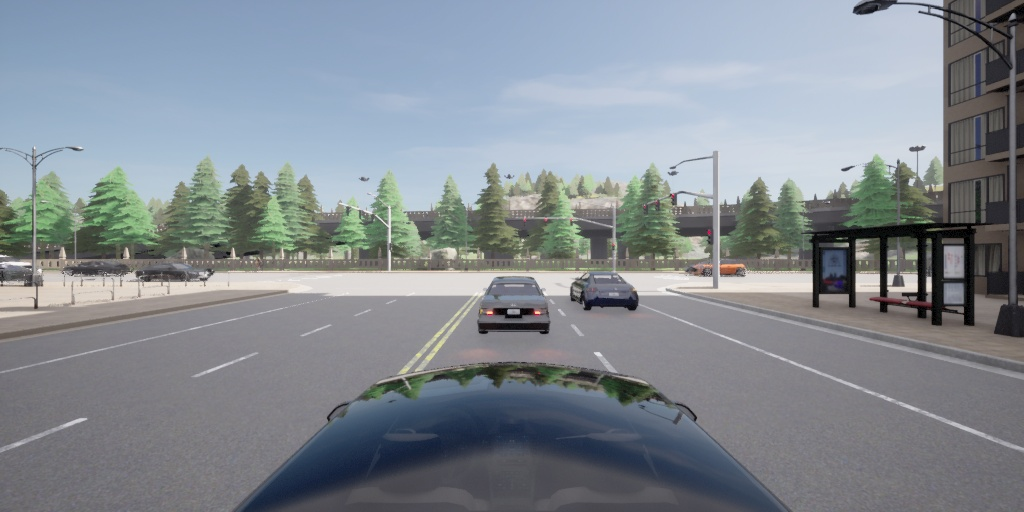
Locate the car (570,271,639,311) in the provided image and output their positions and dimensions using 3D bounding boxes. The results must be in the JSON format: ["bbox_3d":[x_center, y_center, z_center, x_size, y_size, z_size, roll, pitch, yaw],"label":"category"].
[{"bbox_3d":[3.579,1.314,14.568,1.994,1.385,4.181,0,0,0],"label":"car"}]

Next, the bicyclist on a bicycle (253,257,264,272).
[{"bbox_3d":[-29.461,0.995,41.659,0.582,1.620,1.656,0,0,1],"label":"bicyclist on a bicycle"}]

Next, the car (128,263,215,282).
[{"bbox_3d":[-25.549,1.220,27.112,4.674,1.442,1.812,0,0,-1],"label":"car"}]

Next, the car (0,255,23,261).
[{"bbox_3d":[-43.845,0.916,30.345,5.566,2.045,2.150,0,0,-7],"label":"car"}]

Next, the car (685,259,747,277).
[{"bbox_3d":[19.256,1.047,33.677,4.553,1.767,2.097,0,0,1],"label":"car"}]

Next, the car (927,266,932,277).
[{"bbox_3d":[40.013,1.186,31.984,4.902,1.511,2.128,0,0,17],"label":"car"}]

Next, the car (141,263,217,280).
[{"bbox_3d":[-28.362,1.295,30.644,4.718,1.301,1.895,0,0,1],"label":"car"}]

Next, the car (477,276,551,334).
[{"bbox_3d":[0.060,1.297,10.558,2.033,1.411,5.357,0,0,1],"label":"car"}]

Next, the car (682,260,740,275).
[{"bbox_3d":[20.528,1.186,37.153,4.902,1.511,2.128,0,0,1],"label":"car"}]

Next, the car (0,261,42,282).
[{"bbox_3d":[-38.732,1.258,27.074,4.181,1.385,1.994,0,0,-2],"label":"car"}]

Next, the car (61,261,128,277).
[{"bbox_3d":[-39.826,1.199,34.285,4.892,1.490,1.837,0,0,-3],"label":"car"}]
